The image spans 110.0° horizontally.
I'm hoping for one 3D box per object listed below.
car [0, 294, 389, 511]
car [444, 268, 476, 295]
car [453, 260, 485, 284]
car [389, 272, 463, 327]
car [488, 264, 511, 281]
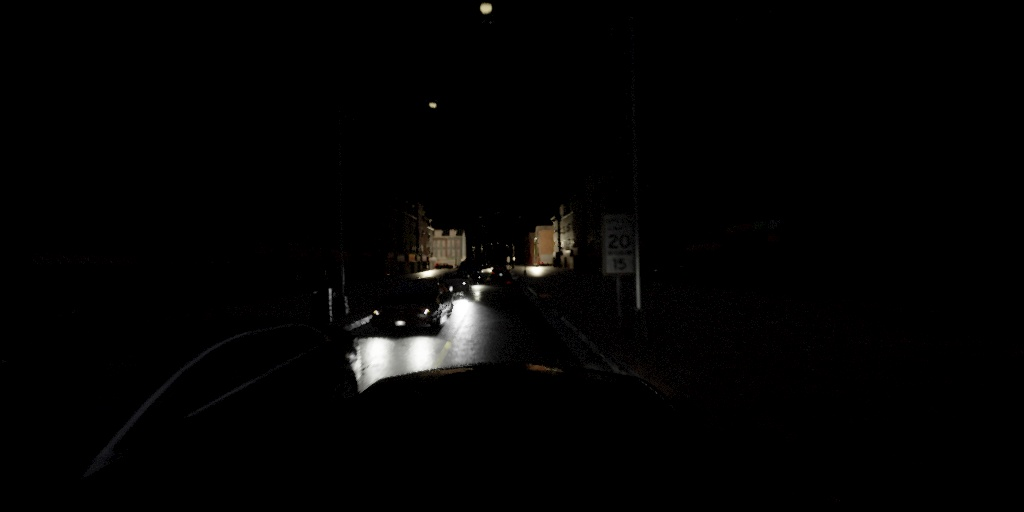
[{"bbox_3d":[-2.774,1.309,2.641,2.128,1.511,4.902,-1,-1,-2],"label":"car"},{"bbox_3d":[-3.505,1.667,22.420,1.895,1.301,4.718,-1,-1,-2],"label":"car"},{"bbox_3d":[-3.854,1.427,33.104,2.150,2.045,5.566,-1,-1,-4],"label":"car"},{"bbox_3d":[-3.140,1.487,12.477,2.033,1.411,5.357,-1,-1,-2],"label":"car"},{"bbox_3d":[-1.090,1.745,35.647,1.994,1.385,4.181,-1,-1,-2],"label":"car"}]
